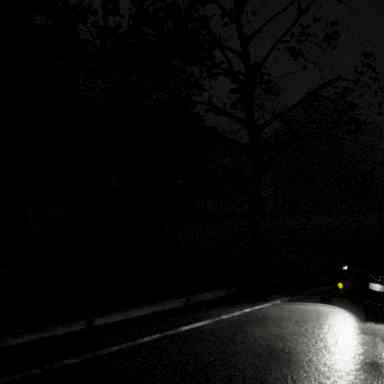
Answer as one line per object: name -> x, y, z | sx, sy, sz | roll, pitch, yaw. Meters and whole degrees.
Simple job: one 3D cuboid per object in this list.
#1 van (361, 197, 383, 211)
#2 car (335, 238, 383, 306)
van -> 26.286, 1.748, 47.121 | 1.878, 1.987, 4.442 | 2, -1, -35
car -> 5.003, 1.563, 7.240 | 4.181, 1.385, 1.994 | 0, 0, -35
